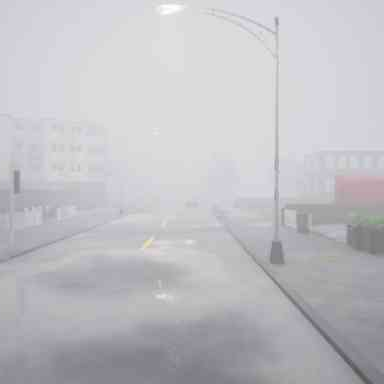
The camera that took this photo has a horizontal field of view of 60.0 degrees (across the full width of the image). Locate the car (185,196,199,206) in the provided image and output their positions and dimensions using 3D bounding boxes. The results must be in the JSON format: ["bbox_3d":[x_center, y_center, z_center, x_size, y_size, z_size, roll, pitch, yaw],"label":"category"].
[{"bbox_3d":[0.026,1.473,55.348,2.128,1.511,4.902,0,0,0],"label":"car"}]

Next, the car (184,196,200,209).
[{"bbox_3d":[0.024,1.476,45.064,2.128,1.511,4.902,0,0,0],"label":"car"}]
